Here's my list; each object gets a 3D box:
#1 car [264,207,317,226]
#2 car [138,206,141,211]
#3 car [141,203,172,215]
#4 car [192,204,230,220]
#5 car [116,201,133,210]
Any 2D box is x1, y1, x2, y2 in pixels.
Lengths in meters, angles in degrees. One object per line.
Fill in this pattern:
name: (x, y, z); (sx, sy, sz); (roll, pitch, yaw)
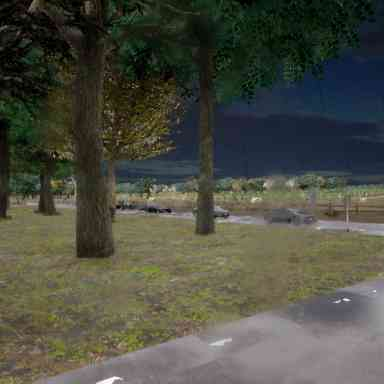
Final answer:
car: (7.801, 1.914, 26.687); (1.994, 1.385, 4.181); (-1, 0, -35)
car: (-6.973, 2.396, 52.730); (1.994, 1.385, 4.181); (-1, 0, -34)
car: (-4.558, 2.339, 44.276); (1.895, 1.301, 4.718); (-1, 0, -35)
car: (1.947, 2.041, 34.996); (1.837, 1.490, 4.892); (-1, 0, -36)
car: (-12.490, 2.348, 60.472); (2.097, 1.767, 4.553); (-1, 0, -35)
